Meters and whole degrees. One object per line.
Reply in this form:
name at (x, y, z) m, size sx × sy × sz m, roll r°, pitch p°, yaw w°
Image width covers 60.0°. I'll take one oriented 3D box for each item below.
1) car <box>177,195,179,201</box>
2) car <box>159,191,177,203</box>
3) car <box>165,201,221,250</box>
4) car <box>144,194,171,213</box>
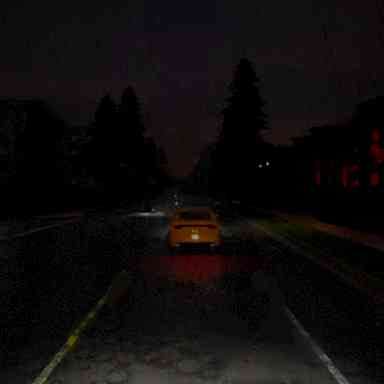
car at (-3.490, 0.844, 58.225) m, size 2.097 × 1.767 × 4.553 m, roll 0°, pitch 0°, yaw 1°
car at (-3.541, 0.829, 44.904) m, size 2.150 × 2.045 × 5.566 m, roll 0°, pitch 0°, yaw 0°
car at (0.114, 1.357, 13.764) m, size 1.882 × 1.535 × 5.008 m, roll 0°, pitch 0°, yaw 0°
car at (-3.561, 1.256, 33.358) m, size 2.033 × 1.411 × 5.357 m, roll 0°, pitch 1°, yaw 0°
